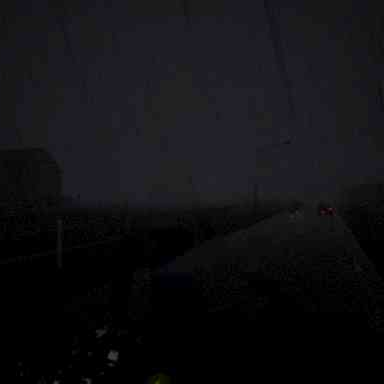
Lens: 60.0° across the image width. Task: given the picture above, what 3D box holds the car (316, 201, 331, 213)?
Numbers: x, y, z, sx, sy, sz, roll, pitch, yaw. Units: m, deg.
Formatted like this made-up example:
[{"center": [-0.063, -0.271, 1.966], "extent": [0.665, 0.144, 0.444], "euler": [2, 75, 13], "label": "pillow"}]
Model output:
[{"center": [17.826, 1.920, 44.921], "extent": [1.812, 1.442, 4.674], "euler": [0, 0, 22], "label": "car"}]

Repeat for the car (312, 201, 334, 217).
[{"center": [13.957, 1.841, 35.339], "extent": [1.812, 1.442, 4.674], "euler": [0, 0, 23], "label": "car"}]

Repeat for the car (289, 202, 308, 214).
[{"center": [13.058, 1.894, 40.533], "extent": [2.033, 1.411, 5.357], "euler": [0, 0, 22], "label": "car"}]
